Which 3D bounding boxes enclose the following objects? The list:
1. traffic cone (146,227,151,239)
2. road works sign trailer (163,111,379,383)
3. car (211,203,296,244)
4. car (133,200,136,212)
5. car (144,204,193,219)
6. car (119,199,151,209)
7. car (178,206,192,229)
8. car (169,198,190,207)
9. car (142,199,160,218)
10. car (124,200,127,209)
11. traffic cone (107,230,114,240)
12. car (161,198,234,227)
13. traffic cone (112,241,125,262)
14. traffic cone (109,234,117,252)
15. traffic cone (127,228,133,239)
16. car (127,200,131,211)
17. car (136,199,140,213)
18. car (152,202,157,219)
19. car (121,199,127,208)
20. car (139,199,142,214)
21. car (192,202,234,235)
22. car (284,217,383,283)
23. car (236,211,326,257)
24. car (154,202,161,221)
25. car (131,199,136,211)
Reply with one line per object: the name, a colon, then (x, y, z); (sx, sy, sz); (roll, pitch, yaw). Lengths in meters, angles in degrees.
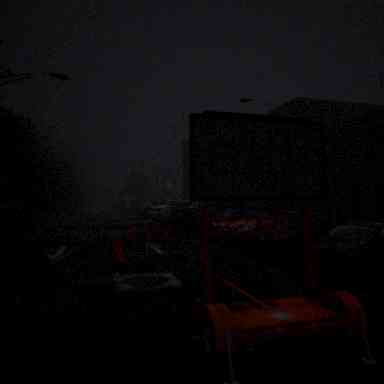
traffic cone: (-2.357, 2.221, 18.066); (0.340, 0.580, 0.340); (0, -1, -17)
road works sign trailer: (1.041, 0.535, 5.536); (2.380, 3.560, 2.880); (0, -1, -17)
car: (3.507, 1.563, 15.959); (4.553, 1.767, 2.185); (1, -1, -37)
car: (-5.043, 2.228, 44.725); (4.674, 1.452, 2.002); (1, -1, -37)
car: (-2.506, 2.058, 36.067); (4.792, 1.488, 2.163); (1, -1, -37)
car: (-11.051, 2.320, 64.900); (5.566, 2.045, 2.435); (1, -2, -37)
car: (1.769, 1.821, 21.696); (4.674, 1.452, 2.002); (1, -2, -36)
car: (-3.208, 2.606, 83.933); (2.435, 2.045, 5.566); (0, -1, -38)
car: (-1.654, 1.726, 33.196); (5.566, 2.045, 2.435); (1, -1, -36)
car: (-8.469, 2.446, 56.238); (4.674, 1.452, 2.002); (1, -1, -37)
traffic cone: (-3.701, 2.192, 15.577); (0.340, 0.580, 0.340); (0, -1, -17)
car: (0.915, 1.577, 24.554); (5.566, 2.045, 2.435); (2, -1, -37)
traffic cone: (-2.556, 2.131, 11.745); (0.340, 0.580, 0.340); (0, -1, -17)
traffic cone: (-3.128, 2.161, 13.661); (0.340, 0.580, 0.340); (0, -1, -17)
traffic cone: (-3.315, 2.222, 17.779); (0.340, 0.580, 0.340); (0, -1, -17)
car: (-6.764, 2.296, 50.484); (5.008, 1.535, 2.097); (1, -2, -37)
car: (-4.220, 2.008, 41.835); (4.553, 1.767, 2.185); (1, -2, -36)
car: (-0.807, 1.956, 30.312); (4.792, 1.488, 2.163); (1, -1, -36)
car: (-9.486, 2.454, 59.005); (5.366, 1.575, 1.946); (1, -1, -37)
car: (-3.367, 1.955, 38.957); (4.553, 1.767, 2.185); (1, -2, -36)
car: (2.654, 1.609, 18.836); (4.553, 1.767, 2.185); (1, -1, -37)
car: (5.193, 1.638, 10.187); (4.674, 1.452, 2.002); (1, -1, -37)
car: (4.310, 1.672, 13.045); (4.792, 1.488, 2.163); (1, -1, -37)
car: (-0.079, 1.871, 27.339); (5.366, 1.575, 1.946); (1, -1, -36)
car: (-5.869, 2.117, 47.621); (4.553, 1.767, 2.185); (1, -1, -37)
